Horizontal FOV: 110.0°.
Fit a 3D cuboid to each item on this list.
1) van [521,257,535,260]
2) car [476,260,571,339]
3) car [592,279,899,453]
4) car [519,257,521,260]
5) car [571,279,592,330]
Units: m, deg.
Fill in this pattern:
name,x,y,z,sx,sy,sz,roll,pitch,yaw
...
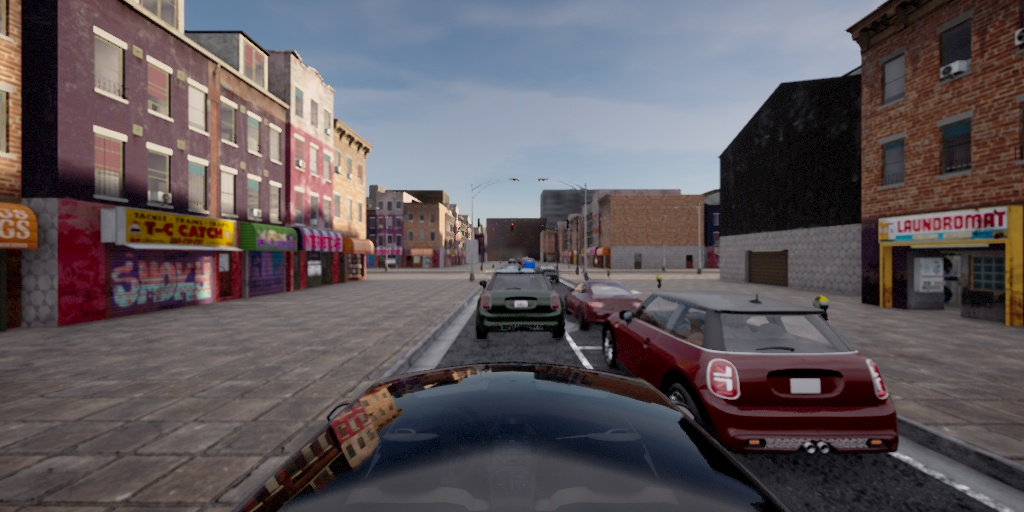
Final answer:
name,x,y,z,sx,sy,sz,roll,pitch,yaw
van,2.667,1.199,54.880,1.690,1.789,3.998,0,0,0
car,0.129,1.107,10.224,2.097,1.767,4.553,0,0,-2
car,2.639,1.191,5.162,1.967,1.591,4.097,0,0,0
car,2.670,1.315,60.356,1.967,1.591,4.097,0,0,0
car,2.642,1.338,10.842,1.802,1.307,4.207,0,0,0
